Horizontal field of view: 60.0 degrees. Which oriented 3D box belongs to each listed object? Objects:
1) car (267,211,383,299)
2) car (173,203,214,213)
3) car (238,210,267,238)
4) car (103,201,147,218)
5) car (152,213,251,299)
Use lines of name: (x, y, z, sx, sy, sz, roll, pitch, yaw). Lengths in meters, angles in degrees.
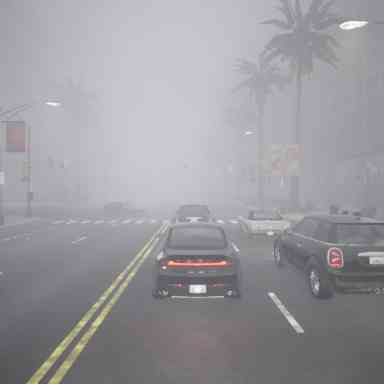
car: (3.593, 1.352, 8.581, 2.097, 1.767, 4.553, 0, 0, 0)
car: (0.086, 1.352, 17.545, 2.097, 1.767, 4.553, 0, 0, 0)
car: (3.587, 1.601, 17.401, 1.895, 1.301, 4.718, 0, 0, 0)
car: (-6.259, 1.547, 30.393, 2.033, 1.411, 5.357, 0, 0, -40)
car: (0.095, 1.505, 8.432, 1.837, 1.490, 4.892, 0, 0, 0)
